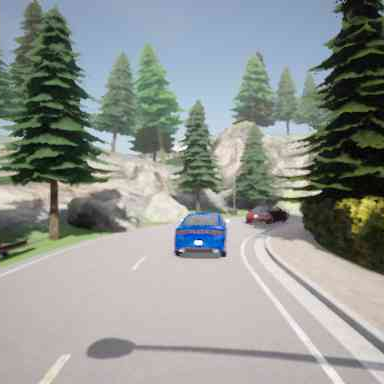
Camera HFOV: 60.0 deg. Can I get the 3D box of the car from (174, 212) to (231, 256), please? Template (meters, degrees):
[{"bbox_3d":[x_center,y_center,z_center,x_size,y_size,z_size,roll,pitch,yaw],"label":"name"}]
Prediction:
[{"bbox_3d":[0.518,1.558,13.614,1.882,1.535,5.008,0,0,7],"label":"car"}]

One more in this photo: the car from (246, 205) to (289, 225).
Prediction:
[{"bbox_3d":[5.875,1.715,25.634,1.994,1.385,4.181,0,0,39],"label":"car"}]
